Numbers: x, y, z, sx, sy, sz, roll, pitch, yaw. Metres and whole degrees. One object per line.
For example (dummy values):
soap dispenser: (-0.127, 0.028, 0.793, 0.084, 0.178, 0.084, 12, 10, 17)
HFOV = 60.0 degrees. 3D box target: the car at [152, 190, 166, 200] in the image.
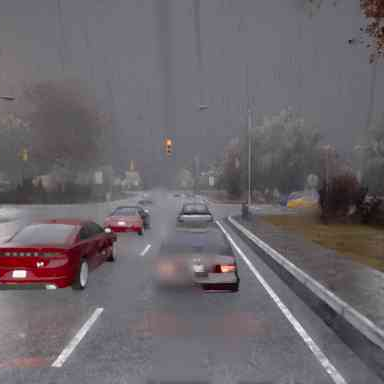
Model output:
car: (-6.984, 0.648, 69.177, 2.150, 2.045, 5.566, 0, 1, 0)

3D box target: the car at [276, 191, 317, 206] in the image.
car: (13.792, 0.894, 43.207, 5.566, 2.045, 2.150, 0, 1, -4)

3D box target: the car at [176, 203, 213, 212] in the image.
car: (0.141, 1.380, 18.632, 2.128, 1.511, 4.902, 0, 1, -1)

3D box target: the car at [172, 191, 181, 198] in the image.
car: (-3.936, 0.784, 86.115, 1.895, 1.301, 4.718, 0, 1, -4)

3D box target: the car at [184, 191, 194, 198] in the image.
car: (-0.436, 0.712, 86.199, 2.128, 1.511, 4.902, 0, 1, -4)

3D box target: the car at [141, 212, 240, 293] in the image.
car: (0.106, 1.515, 8.940, 2.033, 1.411, 5.357, 0, 0, 0)

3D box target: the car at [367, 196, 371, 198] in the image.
car: (24.093, 1.215, 43.784, 5.357, 1.411, 2.033, 0, 1, -3)

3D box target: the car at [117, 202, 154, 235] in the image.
car: (-3.387, 1.457, 18.001, 1.994, 1.385, 4.181, 0, 1, 0)

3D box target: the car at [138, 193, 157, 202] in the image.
car: (-7.061, 1.202, 51.410, 1.895, 1.301, 4.718, 0, 1, 0)

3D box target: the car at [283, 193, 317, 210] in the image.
car: (12.827, 1.214, 35.923, 5.008, 1.535, 1.882, 0, 1, -3)

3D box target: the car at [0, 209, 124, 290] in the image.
car: (-3.392, 1.445, 9.014, 1.882, 1.535, 5.008, 0, 0, 0)

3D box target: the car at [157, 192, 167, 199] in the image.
car: (-7.206, 0.802, 80.728, 2.128, 1.511, 4.902, 0, 1, -2)
